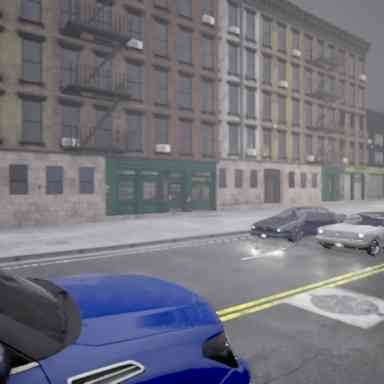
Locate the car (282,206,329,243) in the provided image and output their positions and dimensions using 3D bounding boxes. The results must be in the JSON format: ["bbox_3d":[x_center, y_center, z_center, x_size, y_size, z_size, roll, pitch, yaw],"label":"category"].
[{"bbox_3d":[5.128,1.378,15.321,5.357,1.411,2.033,-1,1,-35],"label":"car"}]

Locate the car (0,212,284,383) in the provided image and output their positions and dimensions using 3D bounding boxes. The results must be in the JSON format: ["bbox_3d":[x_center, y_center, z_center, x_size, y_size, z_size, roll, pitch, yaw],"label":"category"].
[{"bbox_3d":[-2.190,1.231,1.877,5.566,2.045,2.150,-1,1,-35],"label":"car"}]

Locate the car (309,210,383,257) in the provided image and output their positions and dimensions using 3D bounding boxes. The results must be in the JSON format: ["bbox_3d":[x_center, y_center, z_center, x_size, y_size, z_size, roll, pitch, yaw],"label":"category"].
[{"bbox_3d":[6.738,1.438,12.478,4.718,1.301,1.895,-1,1,-35],"label":"car"}]
